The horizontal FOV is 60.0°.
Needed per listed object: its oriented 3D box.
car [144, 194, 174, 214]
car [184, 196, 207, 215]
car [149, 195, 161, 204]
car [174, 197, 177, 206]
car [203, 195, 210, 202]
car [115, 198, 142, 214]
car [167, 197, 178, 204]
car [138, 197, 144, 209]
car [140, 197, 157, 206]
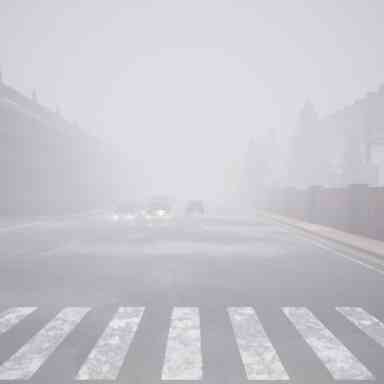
[{"bbox_3d":[-3.429,1.218,35.740,2.150,2.045,5.566,0,0,-1],"label":"car"},{"bbox_3d":[0.260,1.502,34.481,1.837,1.490,4.892,0,0,-1],"label":"car"},{"bbox_3d":[-7.285,1.472,65.413,1.882,1.535,5.008,0,0,-1],"label":"car"},{"bbox_3d":[-3.573,1.487,45.619,2.128,1.511,4.902,0,0,-1],"label":"car"},{"bbox_3d":[3.051,1.471,76.566,1.882,1.535,5.008,0,0,-1],"label":"car"},{"bbox_3d":[-6.936,1.598,35.700,1.895,1.301,4.718,0,0,-1],"label":"car"},{"bbox_3d":[-3.774,1.595,64.758,1.895,1.301,4.718,0,0,-1],"label":"car"},{"bbox_3d":[-7.066,1.473,45.189,1.882,1.535,5.008,0,0,-1],"label":"car"},{"bbox_3d":[-7.152,1.542,55.147,2.033,1.411,5.357,0,0,0],"label":"car"}]
